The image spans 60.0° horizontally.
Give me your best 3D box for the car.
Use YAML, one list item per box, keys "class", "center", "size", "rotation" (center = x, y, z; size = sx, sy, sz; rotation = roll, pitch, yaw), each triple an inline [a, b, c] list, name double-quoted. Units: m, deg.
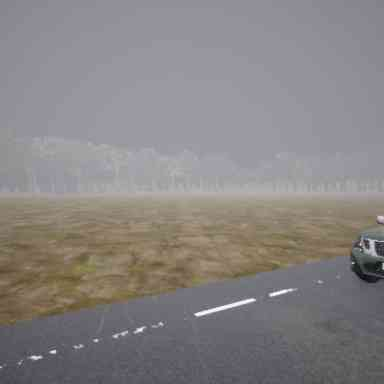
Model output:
- class: "car"
  center: [6.357, 1.203, 8.482]
  size: [5.566, 2.045, 2.150]
  rotation: [0, 0, -35]
